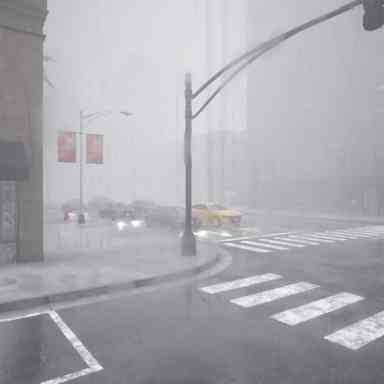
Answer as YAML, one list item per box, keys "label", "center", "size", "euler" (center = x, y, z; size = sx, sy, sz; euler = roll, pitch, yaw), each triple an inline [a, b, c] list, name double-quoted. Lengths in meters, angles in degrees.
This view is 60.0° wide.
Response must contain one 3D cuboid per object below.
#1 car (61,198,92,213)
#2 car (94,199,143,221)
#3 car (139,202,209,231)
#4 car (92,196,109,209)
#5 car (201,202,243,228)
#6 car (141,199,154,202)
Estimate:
- label: "car"
  center: [-13.054, 1.472, 36.891]
  size: [1.812, 1.442, 4.674]
  euler: [0, 0, -36]
- label: "car"
  center: [-6.131, 1.529, 27.253]
  size: [1.994, 1.385, 4.181]
  euler: [0, 0, -37]
- label: "car"
  center: [-1.210, 1.542, 20.437]
  size: [1.994, 1.385, 4.181]
  euler: [0, 0, -36]
- label: "car"
  center: [-10.556, 1.294, 38.980]
  size: [2.097, 1.767, 4.553]
  euler: [0, 0, -36]
- label: "car"
  center: [1.298, 1.451, 22.518]
  size: [1.882, 1.535, 5.008]
  euler: [0, 0, -35]
- label: "car"
  center: [-4.252, 1.463, 30.216]
  size: [1.837, 1.490, 4.892]
  euler: [0, 0, -36]
